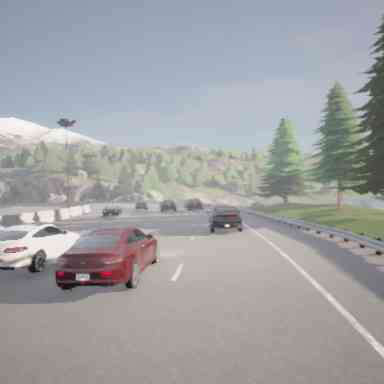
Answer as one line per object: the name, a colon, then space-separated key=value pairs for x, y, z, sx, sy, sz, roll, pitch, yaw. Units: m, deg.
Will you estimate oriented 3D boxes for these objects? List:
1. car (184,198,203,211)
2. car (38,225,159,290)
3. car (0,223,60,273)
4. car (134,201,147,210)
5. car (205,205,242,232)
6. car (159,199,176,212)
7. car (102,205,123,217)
car: x=0.125 y=1.690 z=47.150 sx=2.097 sy=1.767 sz=4.553 roll=-2 pitch=0 yaw=-9
car: x=-2.173 y=1.677 z=9.475 sx=1.812 sy=1.442 sz=4.674 roll=-2 pitch=0 yaw=5
car: x=-5.505 y=1.819 z=11.620 sx=1.812 sy=1.442 sz=4.674 roll=-2 pitch=0 yaw=4
car: x=-8.715 y=2.233 z=56.461 sx=2.128 sy=1.511 sz=4.902 roll=-2 pitch=0 yaw=-13
car: x=1.966 y=1.582 z=20.625 sx=1.837 sy=1.490 sz=4.892 roll=-1 pitch=0 yaw=1
car: x=-3.512 y=1.831 z=47.623 sx=2.097 sy=1.767 sz=4.553 roll=-2 pitch=0 yaw=-10
car: x=-9.420 y=2.247 z=39.691 sx=1.895 sy=1.301 sz=4.718 roll=-2 pitch=0 yaw=-6
